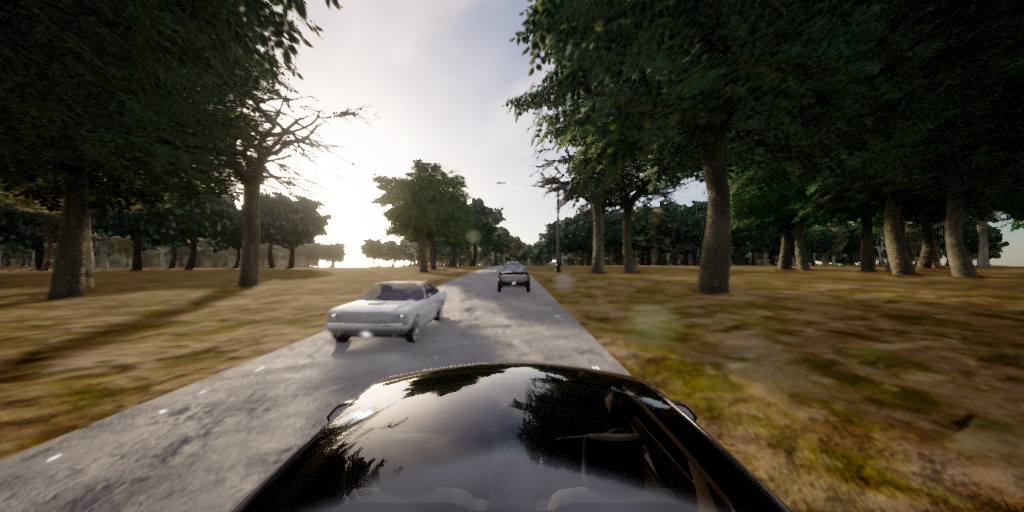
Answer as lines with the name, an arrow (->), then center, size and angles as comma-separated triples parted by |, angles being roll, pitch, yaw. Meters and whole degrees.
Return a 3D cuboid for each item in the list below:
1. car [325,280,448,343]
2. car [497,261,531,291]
car -> -3.099, 1.362, 9.839 | 1.895, 1.301, 4.718 | 0, 0, 0
car -> 0.104, 1.266, 21.923 | 2.128, 1.511, 4.902 | 0, 0, 0
